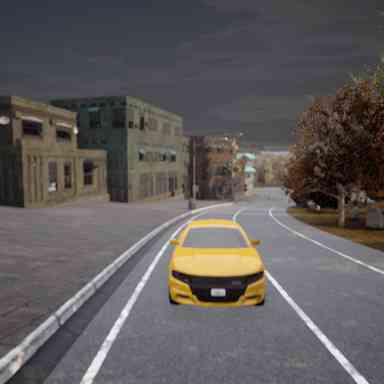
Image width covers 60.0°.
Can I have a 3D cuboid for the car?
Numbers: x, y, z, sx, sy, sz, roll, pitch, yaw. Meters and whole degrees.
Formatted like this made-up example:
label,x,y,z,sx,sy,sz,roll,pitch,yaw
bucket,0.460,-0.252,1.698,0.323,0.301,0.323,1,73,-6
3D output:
label,x,y,z,sx,sy,sz,roll,pitch,yaw
car,0.535,1.462,8.255,1.882,1.535,5.008,0,0,2
